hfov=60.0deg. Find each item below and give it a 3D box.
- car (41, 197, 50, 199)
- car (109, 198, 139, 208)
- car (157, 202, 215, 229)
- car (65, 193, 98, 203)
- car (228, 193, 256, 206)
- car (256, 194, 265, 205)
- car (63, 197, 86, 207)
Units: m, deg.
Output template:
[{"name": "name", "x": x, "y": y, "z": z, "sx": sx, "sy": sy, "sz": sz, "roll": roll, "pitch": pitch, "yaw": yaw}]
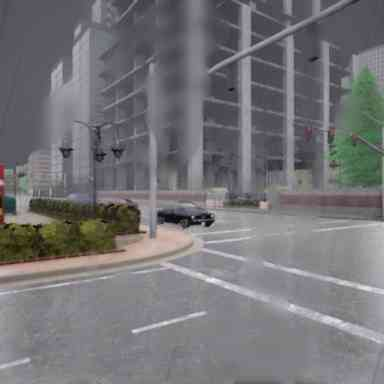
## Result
[{"name": "car", "x": -23.390, "y": 1.557, "z": 52.870, "sx": 2.033, "sy": 1.411, "sz": 5.357, "roll": 0, "pitch": 0, "yaw": -36}, {"name": "car", "x": -7.602, "y": 1.421, "z": 36.886, "sx": 1.882, "sy": 1.535, "sz": 5.008, "roll": 0, "pitch": 0, "yaw": -36}, {"name": "car", "x": -0.623, "y": 1.544, "z": 21.290, "sx": 1.895, "sy": 1.301, "sz": 4.718, "roll": 0, "pitch": 0, "yaw": -36}, {"name": "car", "x": -12.437, "y": 1.164, "z": 37.593, "sx": 2.150, "sy": 2.045, "sz": 5.566, "roll": 0, "pitch": 0, "yaw": -36}, {"name": "car", "x": 7.280, "y": 1.111, "z": 50.737, "sx": 1.905, "sy": 1.878, "sz": 3.866, "roll": 0, "pitch": 0, "yaw": -36}, {"name": "car", "x": 9.672, "y": 1.111, "z": 52.450, "sx": 1.905, "sy": 1.878, "sz": 3.866, "roll": 0, "pitch": 0, "yaw": -36}, {"name": "car", "x": -18.460, "y": 1.491, "z": 51.977, "sx": 2.033, "sy": 1.411, "sz": 5.357, "roll": 0, "pitch": 0, "yaw": -35}]
